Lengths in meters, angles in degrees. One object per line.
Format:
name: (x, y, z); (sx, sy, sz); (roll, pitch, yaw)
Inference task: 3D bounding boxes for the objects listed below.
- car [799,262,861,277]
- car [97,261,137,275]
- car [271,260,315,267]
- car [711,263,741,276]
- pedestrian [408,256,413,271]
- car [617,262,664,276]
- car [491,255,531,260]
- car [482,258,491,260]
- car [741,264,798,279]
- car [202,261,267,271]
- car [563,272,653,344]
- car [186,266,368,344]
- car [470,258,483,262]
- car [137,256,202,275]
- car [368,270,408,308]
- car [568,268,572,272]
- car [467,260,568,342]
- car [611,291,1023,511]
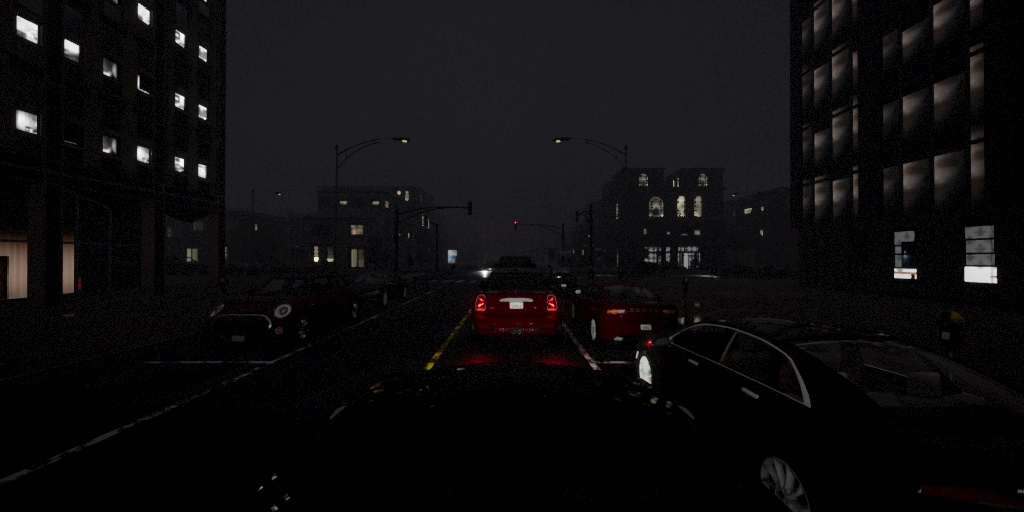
car: (33.714, 1.438, 38.103); (4.892, 1.490, 1.837); (0, 0, 1)
car: (-36.500, 1.131, 33.372); (4.403, 1.370, 2.007); (0, 0, 1)
car: (-25.469, 1.198, 41.588); (4.829, 1.417, 1.751); (0, 0, 1)
car: (23.618, 1.447, 38.256); (4.181, 1.385, 1.994); (0, 0, 2)
pedestrian: (-12.568, 0.885, 44.345); (0.375, 1.860, 0.375); (0, -1, 1)
car: (13.772, 1.339, 38.403); (4.892, 1.490, 1.837); (0, 0, 1)
car: (0.113, 0.974, 20.128); (2.150, 2.045, 5.566); (0, 0, -1)
car: (-3.092, 1.357, 52.070); (1.895, 1.301, 4.718); (0, 0, -1)
car: (23.631, 1.433, 32.434); (4.207, 1.307, 1.802); (0, 0, 1)
car: (-25.427, 1.177, 33.206); (4.403, 1.370, 2.007); (0, 0, 1)
car: (2.687, 1.296, 9.429); (1.888, 1.381, 4.507); (0, 0, 0)
car: (-5.693, 1.190, 9.443); (1.967, 1.591, 4.097); (0, 0, 0)
car: (-5.709, 1.338, 53.213); (1.802, 1.307, 4.207); (0, 0, 0)
car: (-30.964, 0.918, 33.289); (5.009, 1.841, 2.192); (0, 0, 1)
car: (-5.696, 1.302, 15.135); (2.007, 1.370, 4.403); (0, 0, 0)
car: (2.683, 1.303, 20.813); (2.007, 1.370, 4.403); (0, 0, 0)
car: (0.096, 1.103, 9.974); (2.097, 1.767, 4.553); (0, 0, 0)
car: (2.689, 1.301, 3.737); (2.007, 1.370, 4.403); (0, 0, 0)
